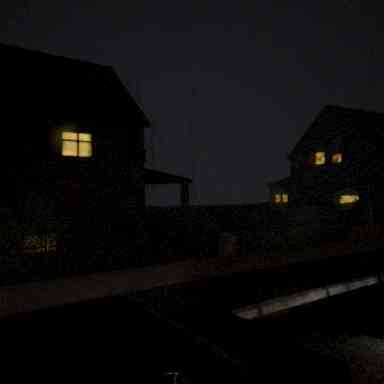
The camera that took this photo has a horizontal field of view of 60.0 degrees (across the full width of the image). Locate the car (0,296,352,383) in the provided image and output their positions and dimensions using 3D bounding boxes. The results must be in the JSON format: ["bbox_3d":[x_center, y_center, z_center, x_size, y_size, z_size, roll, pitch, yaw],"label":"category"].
[{"bbox_3d":[-1.083,1.596,2.142,4.718,1.301,1.895,0,0,-35],"label":"car"}]
